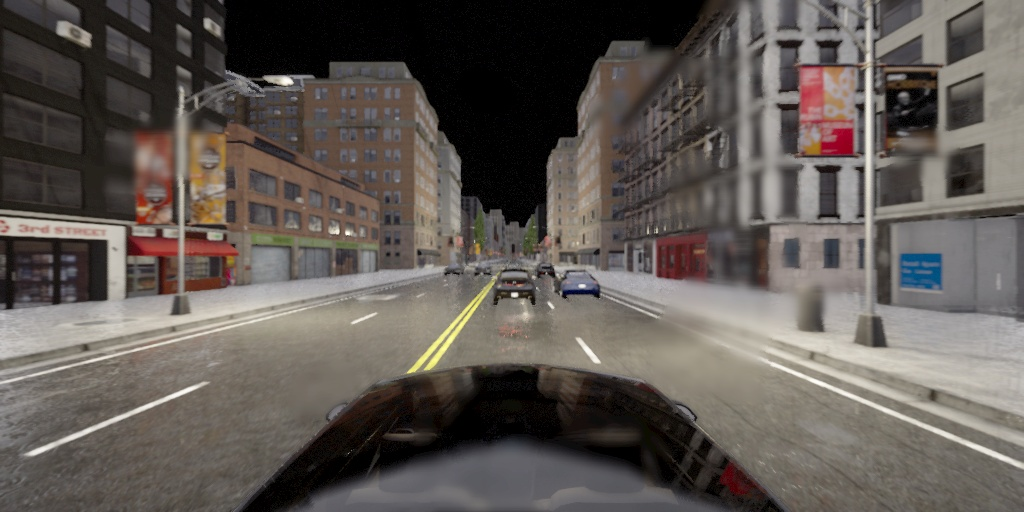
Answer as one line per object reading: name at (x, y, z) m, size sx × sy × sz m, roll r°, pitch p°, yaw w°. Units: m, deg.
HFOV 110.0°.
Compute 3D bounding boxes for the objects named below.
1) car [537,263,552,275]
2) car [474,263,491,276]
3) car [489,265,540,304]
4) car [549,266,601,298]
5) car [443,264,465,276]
car at (3.372, 1.454, 37.316) m, size 1.837 × 1.490 × 4.892 m, roll 0°, pitch 0°, yaw 0°
car at (-3.226, 1.519, 40.942) m, size 2.033 × 1.411 × 5.357 m, roll 0°, pitch 0°, yaw 0°
car at (0.109, 1.339, 16.930) m, size 1.837 × 1.490 × 4.892 m, roll 0°, pitch 0°, yaw 0°
car at (3.362, 1.411, 19.172) m, size 1.994 × 1.385 × 4.181 m, roll 0°, pitch 0°, yaw 0°
car at (-6.476, 1.584, 40.948) m, size 2.033 × 1.411 × 5.357 m, roll 0°, pitch 0°, yaw 0°
